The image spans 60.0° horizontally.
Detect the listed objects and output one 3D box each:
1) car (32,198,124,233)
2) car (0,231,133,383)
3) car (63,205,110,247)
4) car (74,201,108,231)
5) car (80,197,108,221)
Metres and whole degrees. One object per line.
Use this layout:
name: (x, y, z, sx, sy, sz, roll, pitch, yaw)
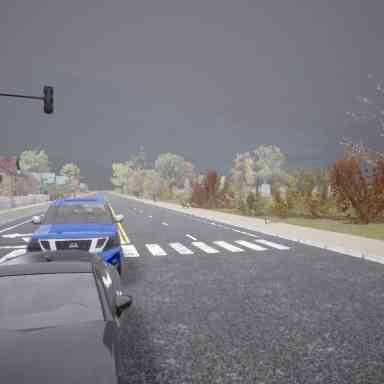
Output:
car: (-3.348, 1.218, 10.028, 2.150, 2.045, 5.566, 0, 0, -15)
car: (-1.729, 1.524, 3.934, 1.812, 1.442, 4.674, 0, 0, -13)
car: (-4.986, 1.499, 16.106, 1.837, 1.490, 4.892, 0, 0, -15)
car: (-6.535, 1.468, 21.856, 1.882, 1.535, 5.008, 0, 0, -15)
car: (-8.077, 1.338, 27.595, 2.097, 1.767, 4.553, 0, 0, -15)
